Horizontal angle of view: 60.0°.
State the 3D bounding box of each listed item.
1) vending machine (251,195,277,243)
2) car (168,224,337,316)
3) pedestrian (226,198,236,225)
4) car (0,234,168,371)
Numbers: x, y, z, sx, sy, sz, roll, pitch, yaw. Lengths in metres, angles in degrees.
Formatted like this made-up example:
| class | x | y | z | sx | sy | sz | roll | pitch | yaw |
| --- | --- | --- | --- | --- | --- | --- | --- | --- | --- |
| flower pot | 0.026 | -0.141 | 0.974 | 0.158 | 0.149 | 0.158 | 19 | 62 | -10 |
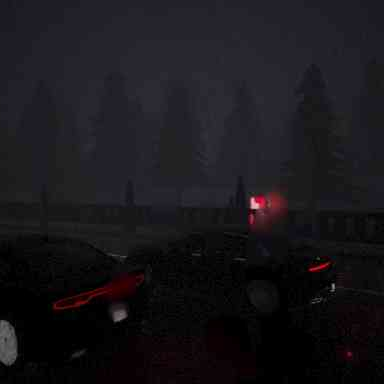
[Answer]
| class | x | y | z | sx | sy | sz | roll | pitch | yaw |
| --- | --- | --- | --- | --- | --- | --- | --- | --- | --- |
| vending machine | 3.308 | 1.195 | 15.253 | 0.880 | 2.100 | 1.100 | 0 | 0 | 32 |
| car | 0.607 | 1.505 | 7.521 | 4.892 | 1.490 | 1.837 | 0 | 0 | 33 |
| pedestrian | 1.722 | 1.141 | 14.516 | 0.375 | 1.860 | 0.375 | 0 | 0 | 31 |
| car | -3.038 | 1.477 | 5.714 | 5.008 | 1.535 | 1.882 | 0 | 0 | 32 |
